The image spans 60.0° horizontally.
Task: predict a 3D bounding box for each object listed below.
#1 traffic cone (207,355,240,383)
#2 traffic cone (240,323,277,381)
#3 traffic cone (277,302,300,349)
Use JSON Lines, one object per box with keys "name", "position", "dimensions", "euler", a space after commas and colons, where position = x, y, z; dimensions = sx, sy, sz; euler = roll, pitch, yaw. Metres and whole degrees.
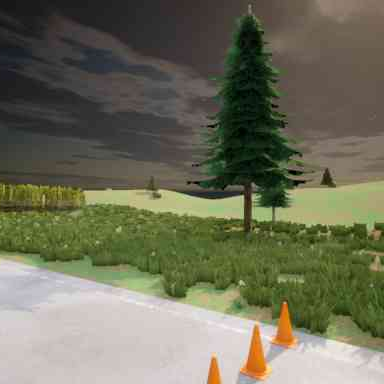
{"name": "traffic cone", "position": [0.226, 1.955, 3.372], "dimensions": [0.340, 0.580, 0.340], "euler": [0, 0, 36]}
{"name": "traffic cone", "position": [0.810, 1.955, 4.184], "dimensions": [0.340, 0.580, 0.340], "euler": [0, 0, 36]}
{"name": "traffic cone", "position": [1.395, 1.955, 4.995], "dimensions": [0.340, 0.580, 0.340], "euler": [0, 0, 36]}
